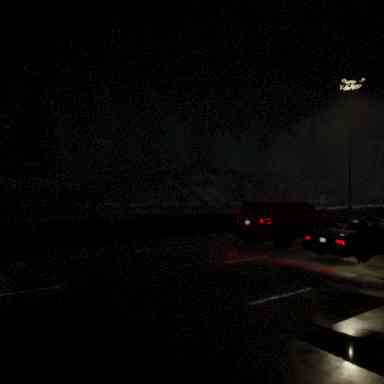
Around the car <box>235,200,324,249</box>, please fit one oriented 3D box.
[{"bbox_3d":[4.554,1.389,15.623,5.566,2.045,2.150,0,0,-35],"label":"car"}]

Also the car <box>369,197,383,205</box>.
[{"bbox_3d":[35.523,1.657,63.033,4.892,1.490,1.837,-1,0,-35],"label":"car"}]

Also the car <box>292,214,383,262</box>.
[{"bbox_3d":[6.496,1.702,12.711,5.357,1.411,2.033,1,-1,-35],"label":"car"}]
